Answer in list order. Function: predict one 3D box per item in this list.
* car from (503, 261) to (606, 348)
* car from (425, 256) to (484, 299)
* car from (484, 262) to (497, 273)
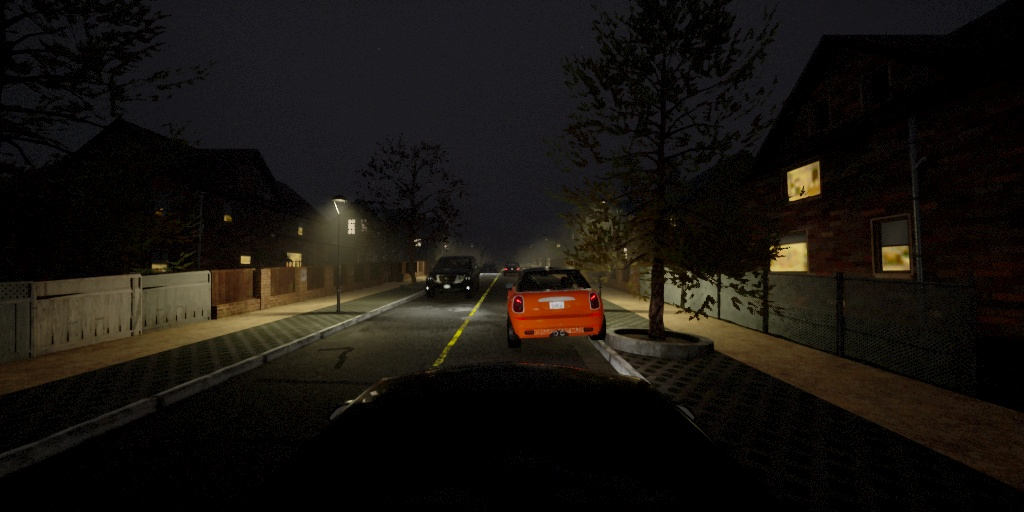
[{"bbox_3d":[0.911,1.060,9.443,2.097,1.767,4.553,-3,-1,0],"label":"car"},{"bbox_3d":[-2.875,0.995,18.573,2.150,2.045,5.566,0,0,0],"label":"car"},{"bbox_3d":[-2.813,1.389,43.825,1.994,1.385,4.181,0,0,0],"label":"car"}]
